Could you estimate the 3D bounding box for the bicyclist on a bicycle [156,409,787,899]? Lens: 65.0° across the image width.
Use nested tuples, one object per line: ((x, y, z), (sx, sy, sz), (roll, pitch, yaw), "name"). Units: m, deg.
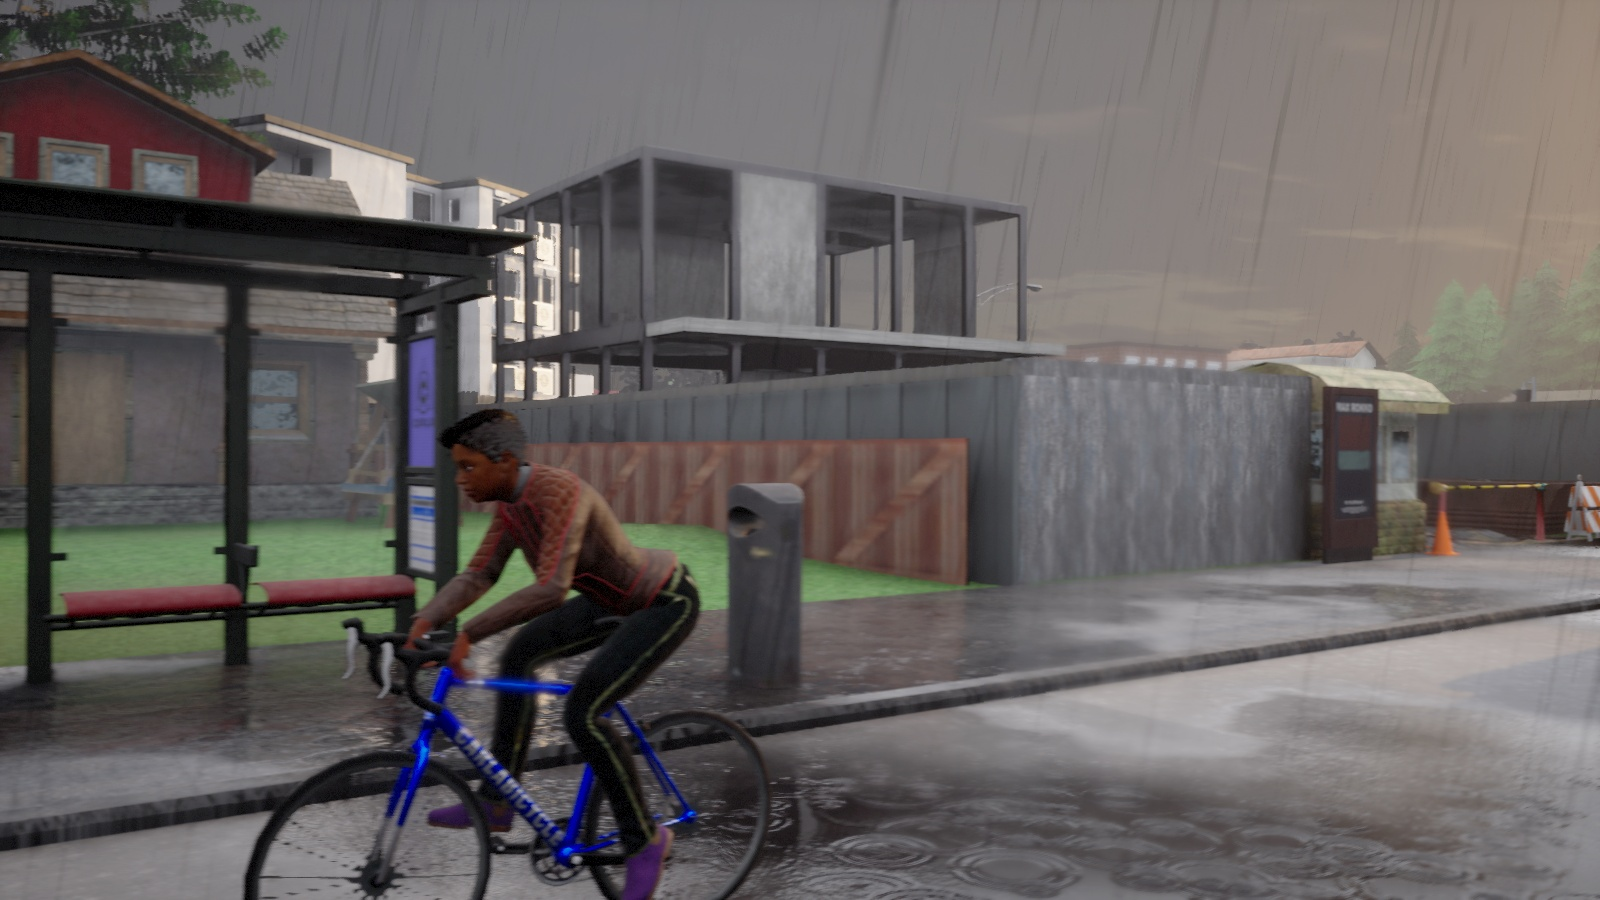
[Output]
((-0.891, 0.709, 3.633), (1.656, 1.620, 0.582), (-1, 0, -35), "bicyclist on a bicycle")
